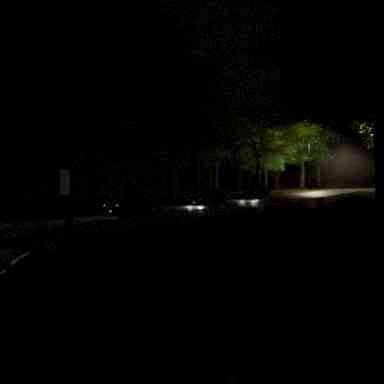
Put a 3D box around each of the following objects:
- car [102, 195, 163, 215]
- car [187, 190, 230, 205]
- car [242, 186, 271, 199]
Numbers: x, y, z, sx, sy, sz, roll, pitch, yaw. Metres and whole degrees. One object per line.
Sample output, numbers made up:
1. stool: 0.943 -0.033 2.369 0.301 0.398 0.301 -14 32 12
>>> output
1. car: -4.457 0.950 25.197 1.895 1.301 4.718 -1 2 37
2. car: 1.752 0.491 33.276 2.033 1.411 5.357 -1 2 37
3. car: 8.037 0.023 41.416 1.882 1.535 5.008 -1 1 38
